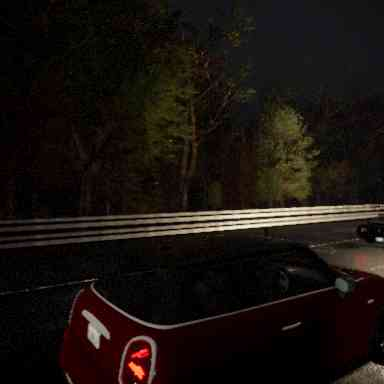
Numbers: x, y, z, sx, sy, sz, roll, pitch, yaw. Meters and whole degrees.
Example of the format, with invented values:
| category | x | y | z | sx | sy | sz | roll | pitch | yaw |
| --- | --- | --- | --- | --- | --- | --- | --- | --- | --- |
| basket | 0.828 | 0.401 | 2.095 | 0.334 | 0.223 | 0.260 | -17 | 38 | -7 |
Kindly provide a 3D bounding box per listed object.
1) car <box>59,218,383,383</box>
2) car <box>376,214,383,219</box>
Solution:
| category | x | y | z | sx | sy | sz | roll | pitch | yaw |
| --- | --- | --- | --- | --- | --- | --- | --- | --- | --- |
| car | 0.821 | 1.353 | 4.310 | 4.553 | 1.767 | 2.097 | 0 | 0 | -35 |
| car | 9.339 | 1.609 | 14.583 | 4.718 | 1.301 | 1.895 | 0 | 0 | -35 |
